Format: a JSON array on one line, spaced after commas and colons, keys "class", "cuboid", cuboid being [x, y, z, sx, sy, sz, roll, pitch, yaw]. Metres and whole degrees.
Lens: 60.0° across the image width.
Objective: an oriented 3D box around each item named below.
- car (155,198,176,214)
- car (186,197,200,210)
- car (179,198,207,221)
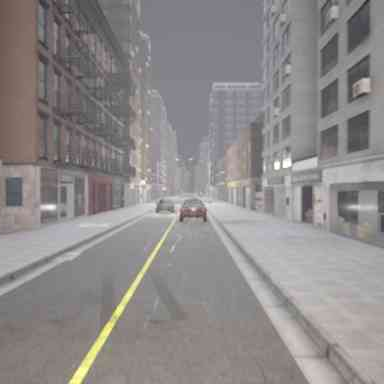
[{"class": "car", "cuboid": [-2.779, 1.476, 35.579, 1.837, 1.490, 4.892, 0, -1, 1]}, {"class": "car", "cuboid": [0.093, 1.488, 44.256, 1.812, 1.442, 4.674, 0, 0, 0]}, {"class": "car", "cuboid": [0.097, 1.326, 26.824, 2.097, 1.767, 4.553, 0, 0, 0]}]
